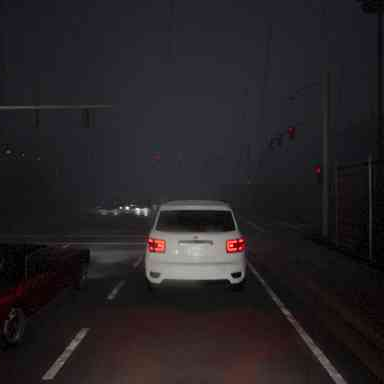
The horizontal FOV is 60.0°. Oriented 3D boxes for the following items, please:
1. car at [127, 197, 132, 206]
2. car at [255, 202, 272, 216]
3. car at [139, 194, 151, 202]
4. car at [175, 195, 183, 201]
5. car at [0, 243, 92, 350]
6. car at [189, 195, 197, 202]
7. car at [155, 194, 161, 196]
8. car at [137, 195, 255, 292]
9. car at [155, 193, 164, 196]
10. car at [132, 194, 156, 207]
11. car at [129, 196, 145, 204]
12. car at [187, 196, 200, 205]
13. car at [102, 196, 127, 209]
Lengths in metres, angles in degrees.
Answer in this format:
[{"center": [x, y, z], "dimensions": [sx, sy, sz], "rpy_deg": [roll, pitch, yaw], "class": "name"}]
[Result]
[{"center": [-10.483, 1.491, 53.748], "dimensions": [2.128, 1.511, 4.902], "rpy_deg": [0, 0, 0], "class": "car"}, {"center": [5.716, 1.609, 32.676], "dimensions": [4.181, 1.385, 1.994], "rpy_deg": [0, 0, 0], "class": "car"}, {"center": [-10.353, 1.353, 73.188], "dimensions": [2.097, 1.767, 4.553], "rpy_deg": [0, 0, 0], "class": "car"}, {"center": [-3.327, 1.539, 86.037], "dimensions": [2.033, 1.411, 5.357], "rpy_deg": [0, 0, 0], "class": "car"}, {"center": [-3.430, 1.601, 6.173], "dimensions": [1.895, 1.301, 4.718], "rpy_deg": [0, 0, 1], "class": "car"}, {"center": [0.162, 1.523, 80.475], "dimensions": [1.812, 1.442, 4.674], "rpy_deg": [0, 0, 0], "class": "car"}, {"center": [-6.959, 1.525, 58.242], "dimensions": [1.812, 1.442, 4.674], "rpy_deg": [0, 0, 0], "class": "car"}, {"center": [0.090, 1.221, 9.097], "dimensions": [2.150, 2.045, 5.566], "rpy_deg": [0, 0, 0], "class": "car"}, {"center": [-6.862, 1.220, 68.956], "dimensions": [2.150, 2.045, 5.566], "rpy_deg": [0, 0, 0], "class": "car"}, {"center": [-6.989, 1.491, 48.983], "dimensions": [2.128, 1.511, 4.902], "rpy_deg": [0, 0, 0], "class": "car"}, {"center": [-10.424, 1.491, 63.140], "dimensions": [2.128, 1.511, 4.902], "rpy_deg": [0, 0, 1], "class": "car"}, {"center": [0.207, 1.490, 58.332], "dimensions": [2.128, 1.511, 4.902], "rpy_deg": [0, 0, 0], "class": "car"}, {"center": [-10.505, 1.351, 44.595], "dimensions": [2.097, 1.767, 4.553], "rpy_deg": [0, 0, 0], "class": "car"}]
